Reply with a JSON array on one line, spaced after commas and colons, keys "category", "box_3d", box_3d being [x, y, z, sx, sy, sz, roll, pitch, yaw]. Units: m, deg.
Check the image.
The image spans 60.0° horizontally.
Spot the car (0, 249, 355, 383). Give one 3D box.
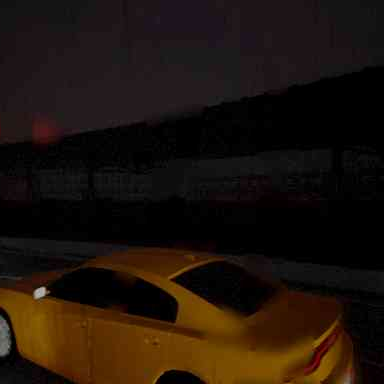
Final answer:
[{"category": "car", "box_3d": [-0.707, 1.498, 4.287, 5.008, 1.535, 1.882, -1, -1, 34]}]
